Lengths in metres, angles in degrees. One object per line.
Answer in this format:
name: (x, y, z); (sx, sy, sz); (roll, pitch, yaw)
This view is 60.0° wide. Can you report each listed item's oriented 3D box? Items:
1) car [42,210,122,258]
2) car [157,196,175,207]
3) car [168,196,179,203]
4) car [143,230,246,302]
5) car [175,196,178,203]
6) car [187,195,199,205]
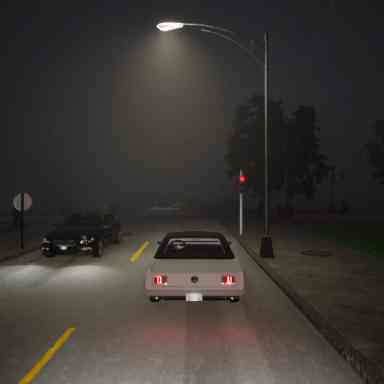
car: (-3.999, 1.505, 12.883); (1.837, 1.490, 4.892); (0, 0, 1)
car: (-4.055, 1.505, 50.066); (1.837, 1.490, 4.892); (0, 0, 0)
car: (-3.943, 1.540, 70.105); (2.033, 1.411, 5.357); (0, 0, 0)
car: (0.063, 1.601, 8.194); (1.895, 1.301, 4.718); (0, 0, 0)
car: (-4.023, 1.547, 59.764); (2.033, 1.411, 5.357); (0, 0, 0)
car: (0.153, 1.353, 60.350); (2.097, 1.767, 4.553); (0, 0, 0)
